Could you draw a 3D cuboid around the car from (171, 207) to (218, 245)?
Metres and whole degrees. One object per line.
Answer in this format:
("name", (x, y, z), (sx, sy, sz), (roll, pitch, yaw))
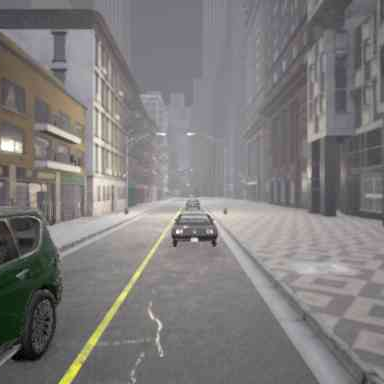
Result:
("car", (0.107, 1.609, 15.449), (1.895, 1.301, 4.718), (0, 0, 0))

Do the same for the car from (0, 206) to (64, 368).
("car", (-3.088, 1.223, 3.013), (2.150, 2.045, 5.566), (0, 0, 0))

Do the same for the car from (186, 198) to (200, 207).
("car", (0.120, 1.523, 45.096), (2.128, 1.511, 4.902), (0, 0, 0))
